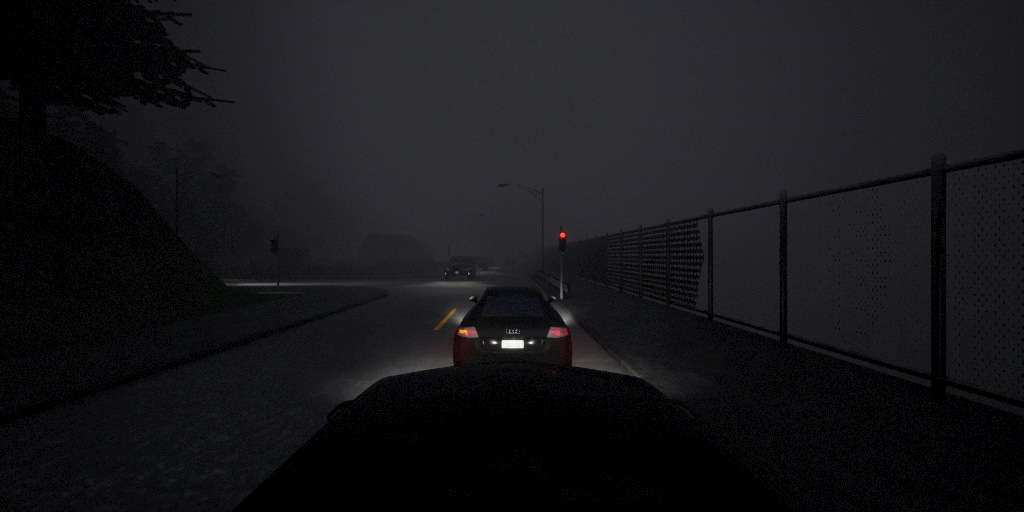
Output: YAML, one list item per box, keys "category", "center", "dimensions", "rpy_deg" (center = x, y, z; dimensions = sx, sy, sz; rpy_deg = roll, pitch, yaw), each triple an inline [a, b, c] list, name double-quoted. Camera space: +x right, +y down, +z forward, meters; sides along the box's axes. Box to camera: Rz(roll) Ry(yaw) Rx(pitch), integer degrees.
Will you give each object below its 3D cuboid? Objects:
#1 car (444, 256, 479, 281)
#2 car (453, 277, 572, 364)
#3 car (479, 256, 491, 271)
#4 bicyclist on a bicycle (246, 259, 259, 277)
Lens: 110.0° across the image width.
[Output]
- category: "car"
  center: [-4.342, 0.974, 30.886]
  dimensions: [2.150, 2.045, 5.566]
  rpy_deg: [0, 0, 0]
- category: "car"
  center: [0.017, 1.314, 7.477]
  dimensions: [1.994, 1.385, 4.181]
  rpy_deg: [0, 0, 0]
- category: "car"
  center: [-4.486, 0.971, 48.527]
  dimensions: [2.150, 2.045, 5.566]
  rpy_deg: [0, 0, 0]
- category: "bicyclist on a bicycle"
  center: [-24.055, 1.099, 33.289]
  dimensions: [0.582, 1.620, 1.656]
  rpy_deg: [0, 0, 0]
